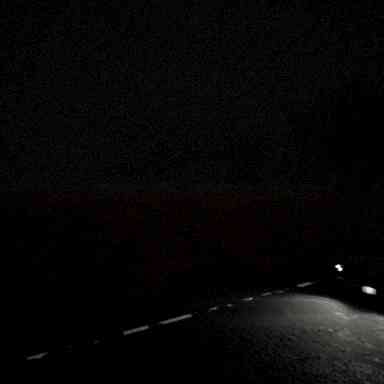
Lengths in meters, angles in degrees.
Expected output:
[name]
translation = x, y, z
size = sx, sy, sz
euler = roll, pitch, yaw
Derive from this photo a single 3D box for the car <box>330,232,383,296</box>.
[car]
translation = 5.590, 1.496, 7.980
size = 5.357, 1.411, 2.033
euler = 0, 0, -36
